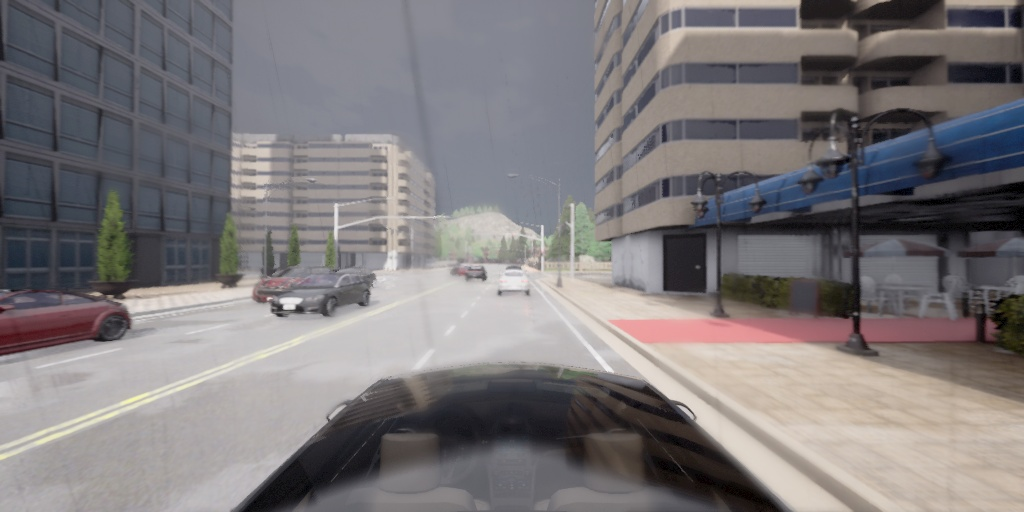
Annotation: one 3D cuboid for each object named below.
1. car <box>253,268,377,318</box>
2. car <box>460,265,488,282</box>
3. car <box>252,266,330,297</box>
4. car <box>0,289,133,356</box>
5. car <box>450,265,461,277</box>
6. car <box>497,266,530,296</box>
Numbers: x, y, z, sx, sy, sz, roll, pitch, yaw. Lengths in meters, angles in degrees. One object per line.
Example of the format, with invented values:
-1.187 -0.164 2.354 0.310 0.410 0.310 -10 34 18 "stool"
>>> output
-7.081 1.392 13.869 2.128 1.511 4.902 0 -1 0 "car"
-3.382 1.653 34.856 2.128 1.511 4.902 0 -1 0 "car"
-10.488 1.301 17.829 2.097 1.767 4.553 0 -1 0 "car"
-10.595 1.382 7.308 1.994 1.385 4.181 0 -1 0 "car"
-6.192 1.799 43.967 1.994 1.385 4.181 1 -1 -27 "car"
0.115 1.521 21.408 1.812 1.442 4.674 0 -1 0 "car"
